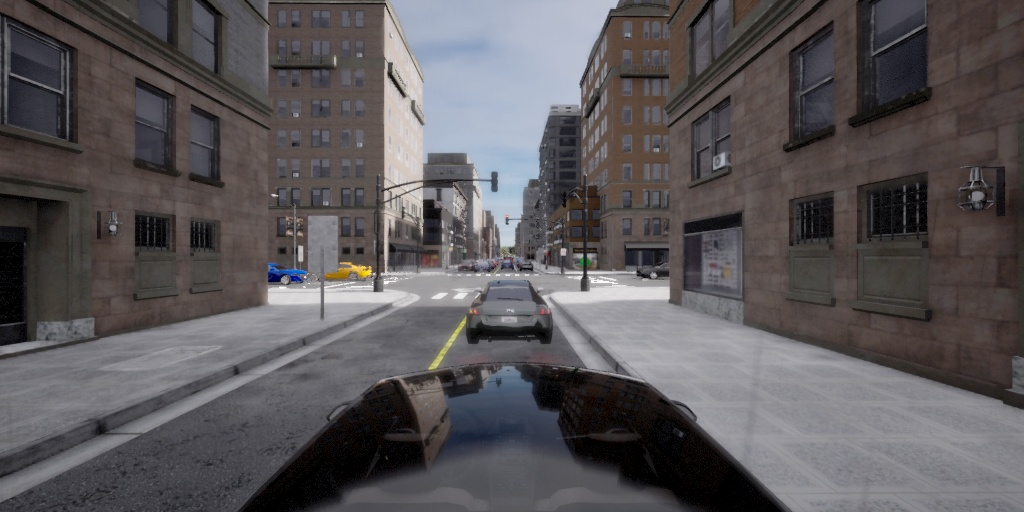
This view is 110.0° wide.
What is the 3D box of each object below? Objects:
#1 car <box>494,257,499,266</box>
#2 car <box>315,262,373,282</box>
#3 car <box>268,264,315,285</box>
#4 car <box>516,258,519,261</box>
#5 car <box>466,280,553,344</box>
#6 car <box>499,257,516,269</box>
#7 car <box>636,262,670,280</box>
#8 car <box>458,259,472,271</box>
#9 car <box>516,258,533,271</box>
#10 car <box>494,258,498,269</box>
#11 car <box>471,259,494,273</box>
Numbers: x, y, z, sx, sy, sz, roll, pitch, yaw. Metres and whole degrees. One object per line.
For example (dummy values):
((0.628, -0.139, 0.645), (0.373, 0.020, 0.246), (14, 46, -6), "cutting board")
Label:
((-3.653, 1.296, 64.265), (1.882, 1.535, 5.008), (0, 0, 0), "car")
((-14.196, 1.281, 29.665), (5.008, 1.535, 1.882), (0, 0, -1), "car")
((-17.575, 1.288, 26.167), (5.008, 1.535, 1.882), (0, 0, 1), "car")
((1.830, 1.391, 59.671), (1.802, 1.307, 4.207), (0, 0, 0), "car")
((-0.067, 1.314, 9.578), (1.994, 1.385, 4.181), (0, 0, 0), "car")
((-0.715, 1.330, 56.873), (1.812, 1.442, 4.674), (0, 0, 0), "car")
((12.947, 1.200, 30.017), (4.892, 1.490, 1.837), (0, 0, -1), "car")
((-6.108, 1.230, 48.587), (1.967, 1.591, 4.097), (0, 0, 0), "car")
((1.916, 1.356, 48.649), (1.948, 1.339, 4.313), (0, 0, 0), "car")
((-3.608, 1.347, 54.313), (2.033, 1.411, 5.357), (0, 0, 0), "car")
((-3.560, 1.309, 44.633), (1.812, 1.442, 4.674), (0, 0, 1), "car")
